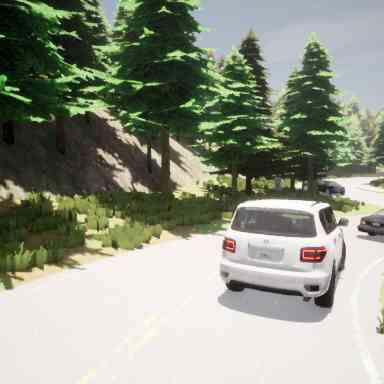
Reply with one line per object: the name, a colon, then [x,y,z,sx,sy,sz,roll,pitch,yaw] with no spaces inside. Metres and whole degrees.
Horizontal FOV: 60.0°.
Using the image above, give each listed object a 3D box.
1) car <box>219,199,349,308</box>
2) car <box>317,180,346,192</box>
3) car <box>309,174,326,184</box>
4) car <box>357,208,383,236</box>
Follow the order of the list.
car: [2.552,1.199,8.370,2.150,2.045,5.566,3,2,27]
car: [16.078,-0.557,38.919,1.882,1.535,5.008,-1,5,-2]
car: [22.068,-2.327,58.241,1.882,1.535,5.008,3,6,31]
car: [10.134,1.412,15.818,5.357,1.411,2.033,-1,5,-32]
